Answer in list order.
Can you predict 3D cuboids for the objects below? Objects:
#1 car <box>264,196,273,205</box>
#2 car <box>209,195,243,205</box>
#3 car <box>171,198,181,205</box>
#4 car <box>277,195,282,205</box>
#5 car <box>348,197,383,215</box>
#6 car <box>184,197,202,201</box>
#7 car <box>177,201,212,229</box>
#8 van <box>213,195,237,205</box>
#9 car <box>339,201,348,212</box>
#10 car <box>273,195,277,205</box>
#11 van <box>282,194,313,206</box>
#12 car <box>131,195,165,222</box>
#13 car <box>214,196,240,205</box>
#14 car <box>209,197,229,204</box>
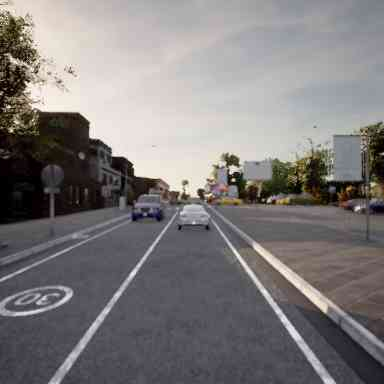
[{"bbox_3d":[18.448,1.586,68.556,5.566,2.045,2.435,0,-2,-1],"label":"car"},{"bbox_3d":[6.105,1.608,57.932,5.366,1.575,1.946,0,-1,0],"label":"car"},{"bbox_3d":[-3.295,1.955,67.958,1.895,1.301,4.718,0,-1,0],"label":"car"},{"bbox_3d":[18.726,1.649,60.176,5.366,1.575,1.946,0,-1,0],"label":"car"},{"bbox_3d":[18.764,1.330,33.417,4.553,1.767,2.185,0,0,0],"label":"car"},{"bbox_3d":[0.106,1.345,39.115,2.097,1.767,4.553,0,0,0],"label":"car"},{"bbox_3d":[0.097,1.535,21.354,1.812,1.442,4.674,0,0,0],"label":"car"},{"bbox_3d":[6.360,1.500,63.892,4.442,1.987,1.878,0,-1,0],"label":"van"},{"bbox_3d":[18.695,1.498,36.587,4.674,1.452,2.002,0,0,0],"label":"car"},{"bbox_3d":[18.706,1.701,62.836,5.366,1.575,1.946,0,-1,0],"label":"car"},{"bbox_3d":[18.446,1.378,57.384,4.442,1.987,1.878,0,-1,0],"label":"van"},{"bbox_3d":[-3.341,1.232,26.465,2.150,2.045,5.566,0,0,0],"label":"car"},{"bbox_3d":[6.299,1.536,60.853,4.553,1.767,2.185,0,-1,0],"label":"car"},{"bbox_3d":[6.146,1.932,76.029,4.553,1.767,2.185,0,-2,-1],"label":"car"}]
